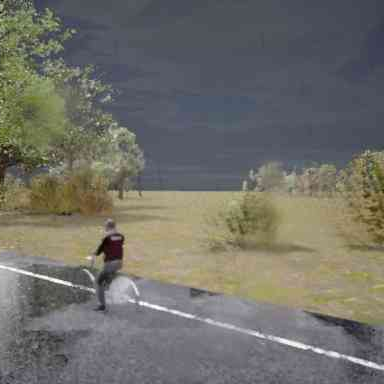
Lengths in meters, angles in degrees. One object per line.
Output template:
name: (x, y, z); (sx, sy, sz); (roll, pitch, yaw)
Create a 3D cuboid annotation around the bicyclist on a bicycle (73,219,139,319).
bicyclist on a bicycle: (-1.672, 1.376, 6.220); (1.843, 1.776, 0.659); (0, 0, 35)
